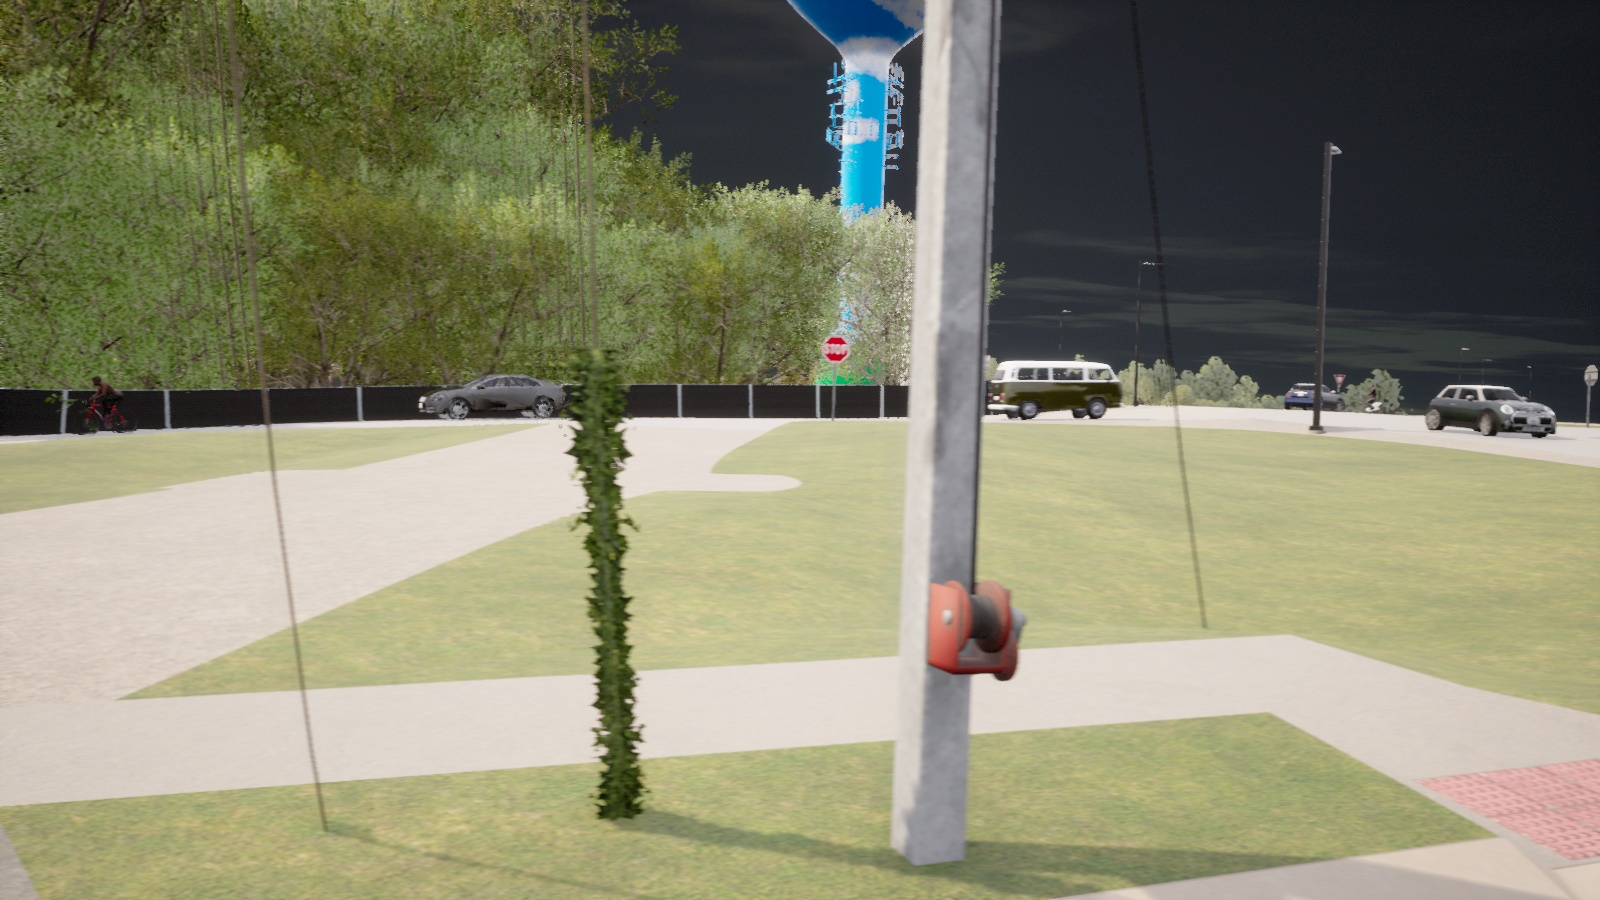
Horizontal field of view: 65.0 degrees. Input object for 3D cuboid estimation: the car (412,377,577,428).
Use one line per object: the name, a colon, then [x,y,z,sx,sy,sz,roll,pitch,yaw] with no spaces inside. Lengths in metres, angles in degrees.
car: [-10.208,-1.597,42.087,4.902,1.511,2.128,-3,3,-31]

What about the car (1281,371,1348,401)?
car: [28.486,-3.533,69.489,3.806,1.475,1.970,0,3,-43]

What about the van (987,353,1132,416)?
van: [9.007,-2.277,43.771,4.480,2.038,2.069,-2,3,-9]

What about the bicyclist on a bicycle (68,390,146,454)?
bicyclist on a bicycle: [-19.012,-0.785,34.463,1.656,1.620,0.582,-7,6,-44]

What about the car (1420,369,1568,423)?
car: [20.895,-1.685,38.021,1.970,1.475,3.806,0,5,-8]
